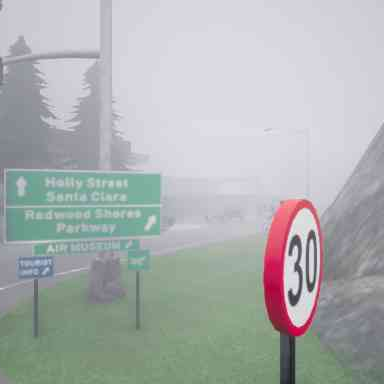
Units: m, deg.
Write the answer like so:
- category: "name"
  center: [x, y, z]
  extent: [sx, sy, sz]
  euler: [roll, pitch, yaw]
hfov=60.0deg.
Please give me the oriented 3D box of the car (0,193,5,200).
- category: "car"
  center: [-38.316, 1.489, 70.119]
  extent: [4.514, 1.523, 2.007]
  euler: [0, 0, 35]

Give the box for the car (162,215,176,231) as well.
- category: "car"
  center: [-3.145, 1.792, 20.044]
  extent: [1.895, 1.301, 4.718]
  euler: [0, 0, 36]

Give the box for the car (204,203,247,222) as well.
- category: "car"
  center: [2.902, 1.683, 28.298]
  extent: [2.128, 1.511, 4.902]
  euler: [0, 0, 36]

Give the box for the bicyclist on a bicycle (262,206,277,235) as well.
- category: "bicyclist on a bicycle"
  center: [4.672, 1.643, 18.706]
  extent: [1.656, 1.620, 0.582]
  euler: [0, 0, 36]

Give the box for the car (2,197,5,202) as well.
- category: "car"
  center: [-12.266, 1.505, 26.086]
  extent: [1.905, 1.878, 3.866]
  euler: [0, 0, 35]

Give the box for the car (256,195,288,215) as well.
- category: "car"
  center: [9.026, 1.413, 36.639]
  extent: [2.150, 2.045, 5.566]
  euler: [0, 0, 36]
